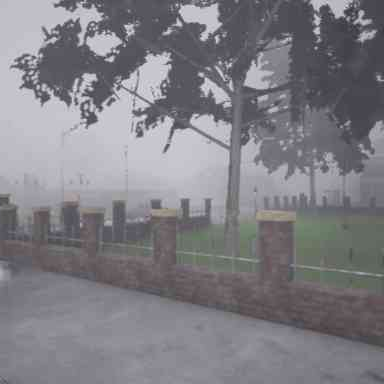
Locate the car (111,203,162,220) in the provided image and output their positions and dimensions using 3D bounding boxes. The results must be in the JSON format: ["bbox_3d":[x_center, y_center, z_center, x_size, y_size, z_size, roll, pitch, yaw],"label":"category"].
[{"bbox_3d":[-4.950,1.782,31.217,2.033,1.411,5.357,-1,0,36],"label":"car"}]
